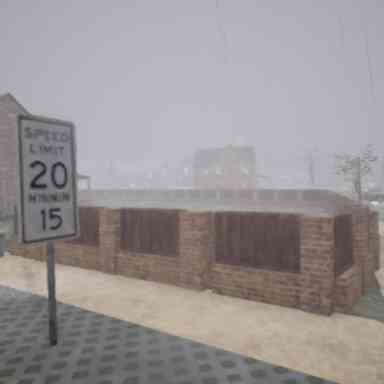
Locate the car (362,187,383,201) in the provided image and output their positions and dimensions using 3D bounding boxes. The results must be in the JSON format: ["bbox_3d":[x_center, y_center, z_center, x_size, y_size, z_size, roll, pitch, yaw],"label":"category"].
[{"bbox_3d":[19.863,0.211,36.316,2.033,1.411,5.357,-2,1,15],"label":"car"}]
